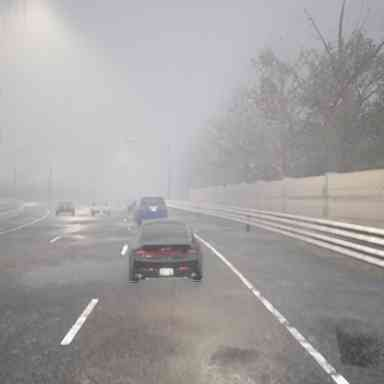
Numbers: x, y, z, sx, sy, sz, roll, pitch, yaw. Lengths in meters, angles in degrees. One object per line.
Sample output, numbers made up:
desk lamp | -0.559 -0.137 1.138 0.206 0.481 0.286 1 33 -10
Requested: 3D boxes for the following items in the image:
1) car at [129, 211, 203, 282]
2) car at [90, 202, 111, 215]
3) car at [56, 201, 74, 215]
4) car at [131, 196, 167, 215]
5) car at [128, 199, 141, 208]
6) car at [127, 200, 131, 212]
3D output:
car | -0.785 1.540 9.898 1.837 1.490 4.892 0 0 -5
car | -9.948 1.732 35.822 1.895 1.301 4.718 0 0 -20
car | -13.860 1.685 36.407 2.033 1.411 5.357 0 0 -21
car | -3.256 1.312 25.489 2.150 2.045 5.566 0 0 -13
car | -8.932 1.783 51.827 1.895 1.301 4.718 0 0 -9
car | -6.852 1.667 40.323 1.812 1.442 4.674 0 0 -12
